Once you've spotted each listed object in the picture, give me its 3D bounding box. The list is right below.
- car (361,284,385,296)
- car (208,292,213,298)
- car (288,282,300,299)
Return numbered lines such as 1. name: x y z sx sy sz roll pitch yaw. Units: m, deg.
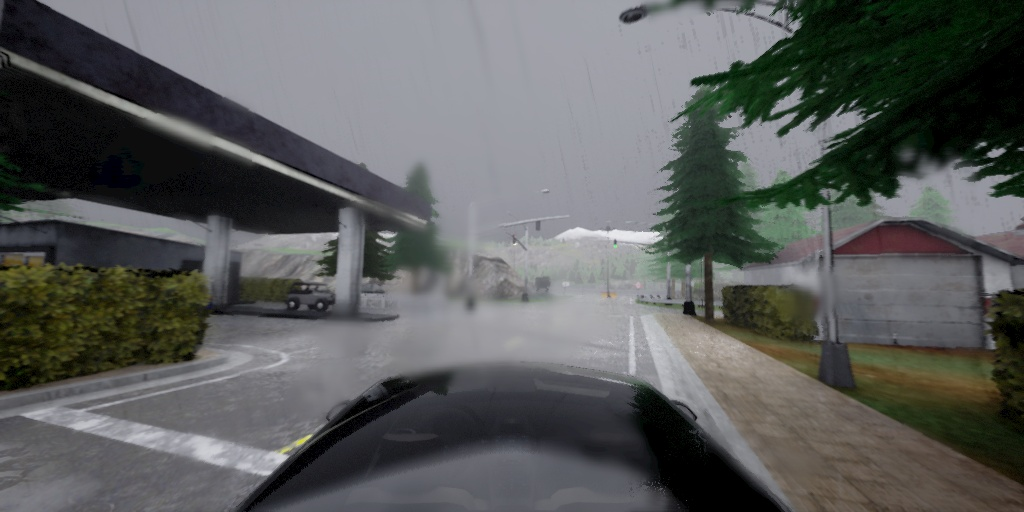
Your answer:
1. car: -16.623 3.920 40.163 4.553 1.767 2.097 -1 -5 19
2. car: -37.917 3.689 43.599 5.566 2.045 2.150 -1 -5 19
3. car: -29.866 3.909 44.630 5.566 2.045 2.150 0 -5 19
